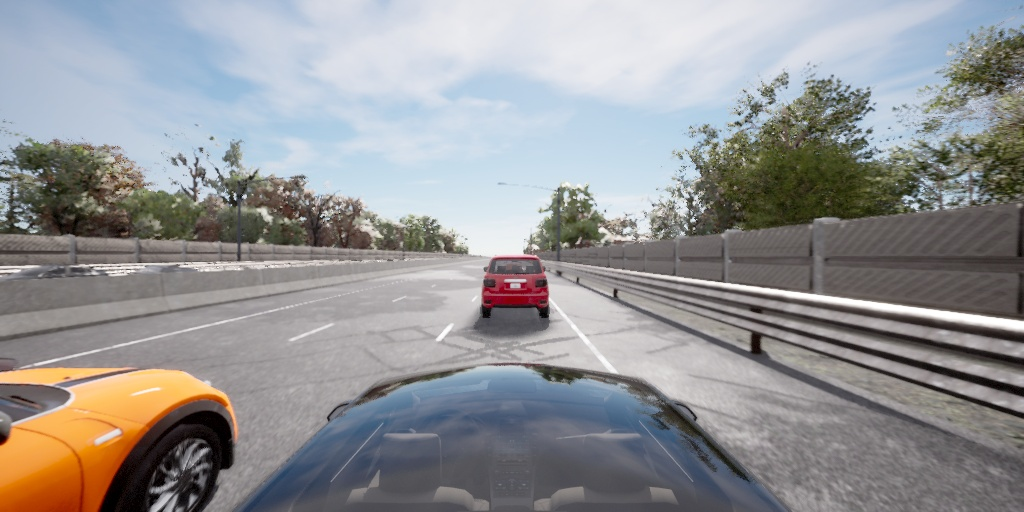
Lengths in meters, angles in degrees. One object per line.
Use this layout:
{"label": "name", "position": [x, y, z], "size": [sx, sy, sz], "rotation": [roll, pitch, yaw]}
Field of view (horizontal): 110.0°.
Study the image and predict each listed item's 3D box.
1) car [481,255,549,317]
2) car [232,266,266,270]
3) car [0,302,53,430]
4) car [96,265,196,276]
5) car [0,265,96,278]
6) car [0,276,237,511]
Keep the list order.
{"label": "car", "position": [0.101, 0.974, 13.276], "size": [2.150, 2.045, 5.566], "rotation": [0, 0, 0]}
{"label": "car", "position": [-17.576, 1.356, 23.659], "size": [1.895, 1.301, 4.718], "rotation": [0, 0, 0]}
{"label": "car", "position": [-6.900, 1.297, 1.919], "size": [2.033, 1.411, 5.357], "rotation": [0, 0, 0]}
{"label": "car", "position": [-21.085, 1.280, 21.421], "size": [1.812, 1.442, 4.674], "rotation": [0, 0, 0]}
{"label": "car", "position": [-24.590, 1.257, 19.070], "size": [1.837, 1.490, 4.892], "rotation": [0, 0, 0]}
{"label": "car", "position": [-3.394, 1.103, 1.183], "size": [2.097, 1.767, 4.553], "rotation": [0, 0, -1]}
